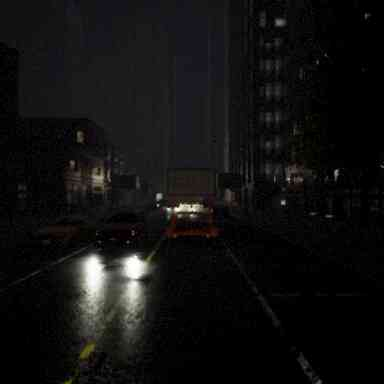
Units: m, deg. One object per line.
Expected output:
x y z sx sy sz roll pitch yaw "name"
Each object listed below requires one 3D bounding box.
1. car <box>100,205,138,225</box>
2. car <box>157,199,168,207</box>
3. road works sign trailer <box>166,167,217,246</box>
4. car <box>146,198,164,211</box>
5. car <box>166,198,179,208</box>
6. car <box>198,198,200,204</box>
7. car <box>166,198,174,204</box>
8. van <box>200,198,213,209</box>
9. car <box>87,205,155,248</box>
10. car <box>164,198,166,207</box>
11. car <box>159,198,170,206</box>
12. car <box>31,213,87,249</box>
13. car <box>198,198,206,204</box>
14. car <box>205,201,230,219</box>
-5.720 1.776 26.609 2.008 1.369 4.403 0 0 0 "car"
-5.759 2.138 65.276 1.947 1.339 4.313 0 -1 0 "car"
-0.017 0.600 16.169 2.380 3.560 2.880 0 0 0 "road works sign trailer"
-5.743 1.971 48.705 2.008 1.369 4.403 0 -1 0 "car"
-3.119 2.019 56.765 1.812 1.442 4.674 0 -1 0 "car"
2.615 2.150 70.981 1.752 1.417 4.829 0 -1 0 "car"
-5.781 2.359 87.372 1.802 1.307 4.206 0 -1 0 "car"
2.630 1.811 54.242 1.690 1.788 3.998 0 -1 0 "van"
-3.115 1.609 15.608 1.882 1.535 5.008 0 0 0 "car"
-5.748 2.015 54.229 1.887 1.381 4.507 0 -1 0 "car"
-5.765 2.063 70.801 1.967 1.590 4.097 0 -1 0 "car"
-5.709 1.655 15.390 1.752 1.417 4.829 0 0 0 "car"
2.599 2.328 87.384 2.008 1.369 4.403 0 -1 0 "car"
2.655 1.824 32.144 2.008 1.369 4.403 0 -1 0 "car"
